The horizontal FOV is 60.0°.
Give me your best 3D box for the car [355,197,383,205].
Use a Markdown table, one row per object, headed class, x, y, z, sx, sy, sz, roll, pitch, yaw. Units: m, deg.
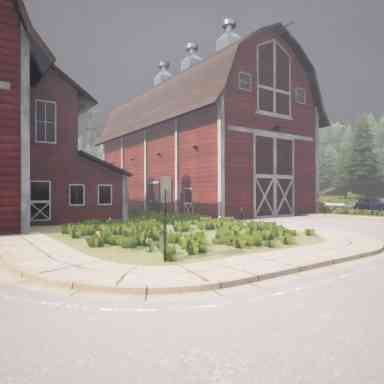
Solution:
| class | x | y | z | sx | sy | sz | roll | pitch | yaw |
| --- | --- | --- | --- | --- | --- | --- | --- | --- | --- |
| car | 20.138 | 1.389 | 36.065 | 2.097 | 1.767 | 4.553 | 0 | 0 | -34 |
